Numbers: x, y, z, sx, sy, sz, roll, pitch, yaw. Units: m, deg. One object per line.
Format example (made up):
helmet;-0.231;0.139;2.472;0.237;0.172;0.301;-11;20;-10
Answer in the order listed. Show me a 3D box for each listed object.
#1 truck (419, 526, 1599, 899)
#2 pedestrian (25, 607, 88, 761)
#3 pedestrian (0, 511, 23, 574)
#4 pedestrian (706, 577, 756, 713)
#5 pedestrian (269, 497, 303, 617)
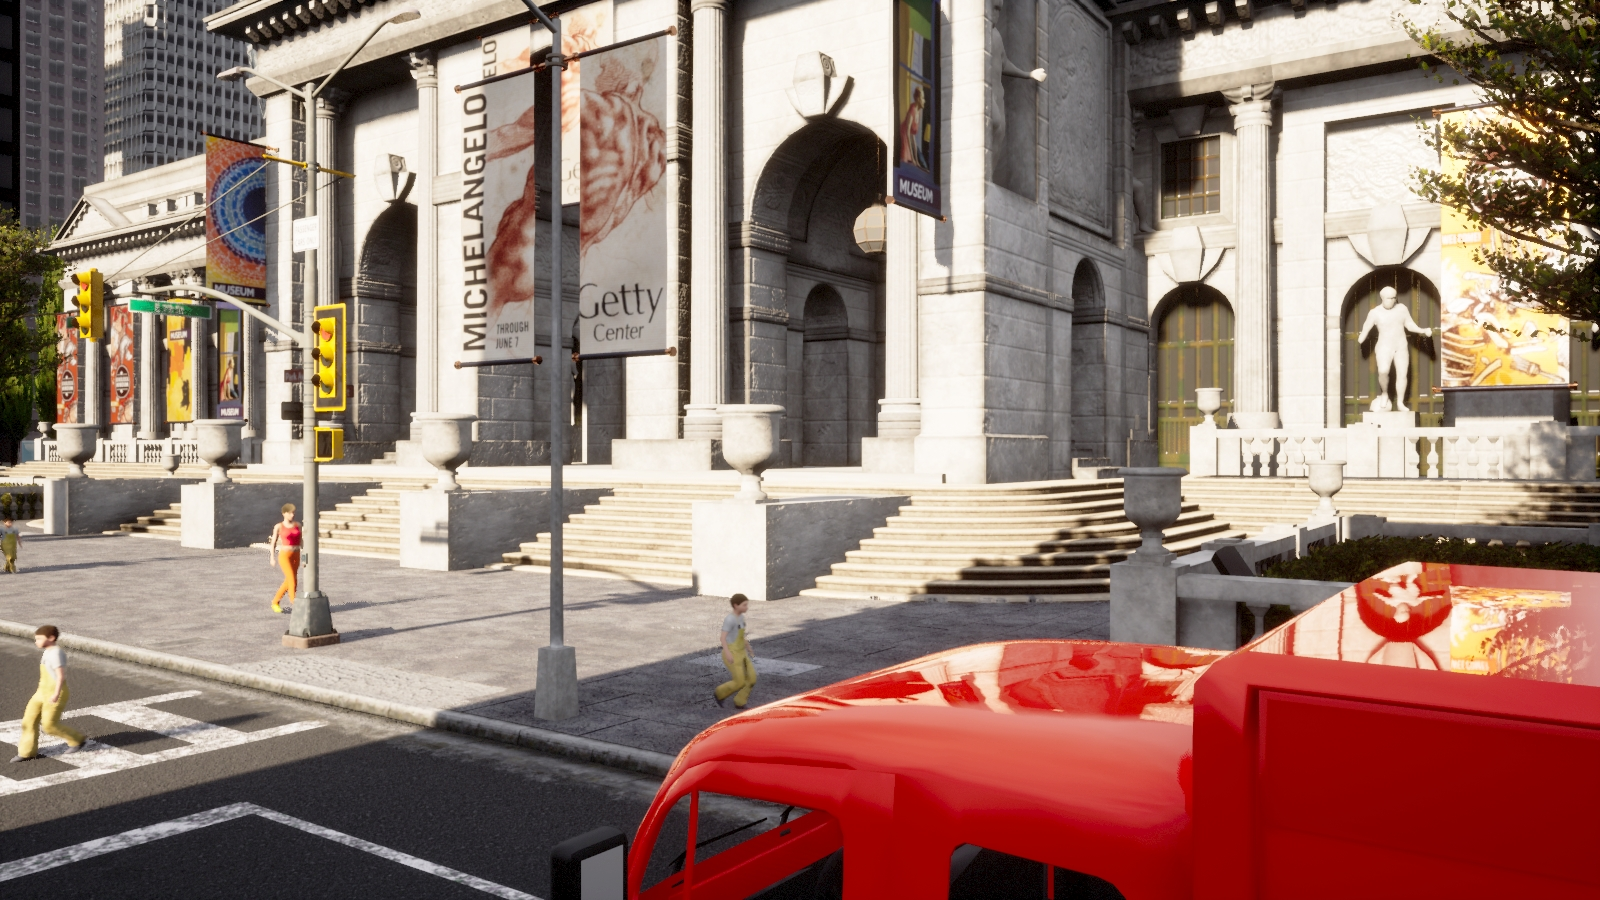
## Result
truck;1.935;1.568;2.414;5.204;2.467;2.627;0;0;35
pedestrian;-6.792;2.124;10.438;0.375;1.300;0.375;0;0;38
pedestrian;-16.915;1.966;24.426;0.375;1.300;0.375;0;0;30
pedestrian;-0.697;1.974;11.631;0.375;1.300;0.375;0;0;23
pedestrian;-8.196;1.689;18.217;0.375;1.860;0.375;0;0;39
